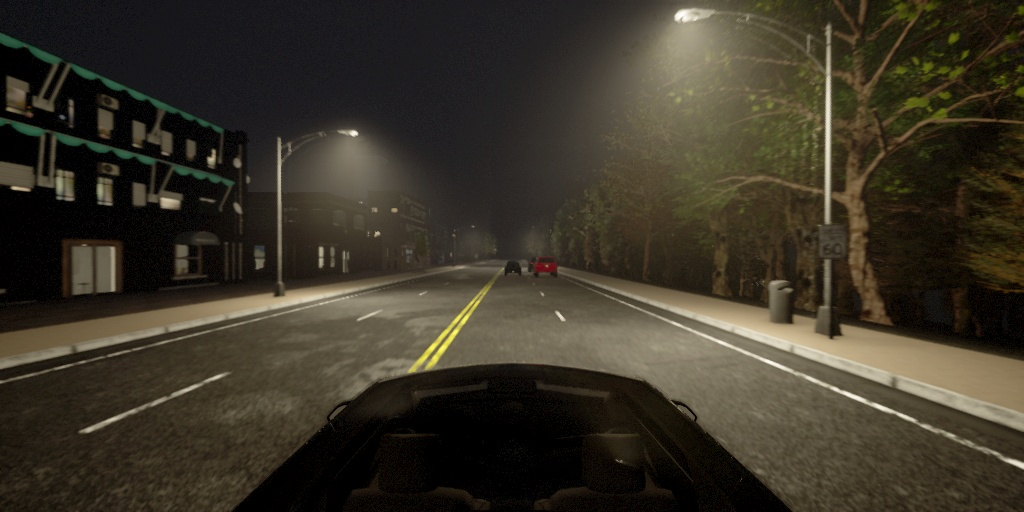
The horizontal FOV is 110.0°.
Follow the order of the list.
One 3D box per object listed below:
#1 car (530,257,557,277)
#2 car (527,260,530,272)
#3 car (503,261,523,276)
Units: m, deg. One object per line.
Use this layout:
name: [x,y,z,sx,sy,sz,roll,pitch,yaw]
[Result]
car: [3.349,1.071,36.915,2.150,2.045,5.566,0,0,0]
car: [3.255,1.103,47.934,2.150,2.045,5.566,0,0,0]
car: [0.101,1.360,38.732,1.837,1.490,4.892,0,0,0]
